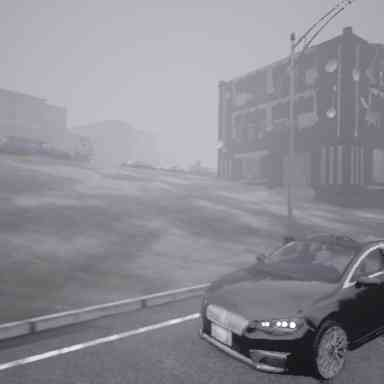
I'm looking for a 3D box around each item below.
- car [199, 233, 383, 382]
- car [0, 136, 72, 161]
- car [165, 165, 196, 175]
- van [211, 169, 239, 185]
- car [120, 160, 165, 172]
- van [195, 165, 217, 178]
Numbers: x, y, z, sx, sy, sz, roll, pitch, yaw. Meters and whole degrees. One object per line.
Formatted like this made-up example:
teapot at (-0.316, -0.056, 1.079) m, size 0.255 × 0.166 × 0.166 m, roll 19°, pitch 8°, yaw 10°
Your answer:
car at (2.359, 1.507, 5.546) m, size 4.902 × 1.511 × 2.128 m, roll 0°, pitch 0°, yaw -35°
car at (-12.945, -3.320, 27.872) m, size 2.435 × 2.045 × 5.566 m, roll 0°, pitch -1°, yaw 44°
car at (-2.048, -2.425, 40.350) m, size 2.002 × 1.452 × 4.674 m, roll 0°, pitch -2°, yaw 40°
van at (4.927, -2.173, 49.125) m, size 1.878 × 1.987 × 4.442 m, roll 0°, pitch -2°, yaw 38°
car at (-5.611, -2.648, 36.110) m, size 2.002 × 1.452 × 4.674 m, roll 0°, pitch -2°, yaw 41°
van at (1.541, -2.440, 44.750) m, size 1.878 × 1.987 × 4.442 m, roll 0°, pitch -2°, yaw 39°
